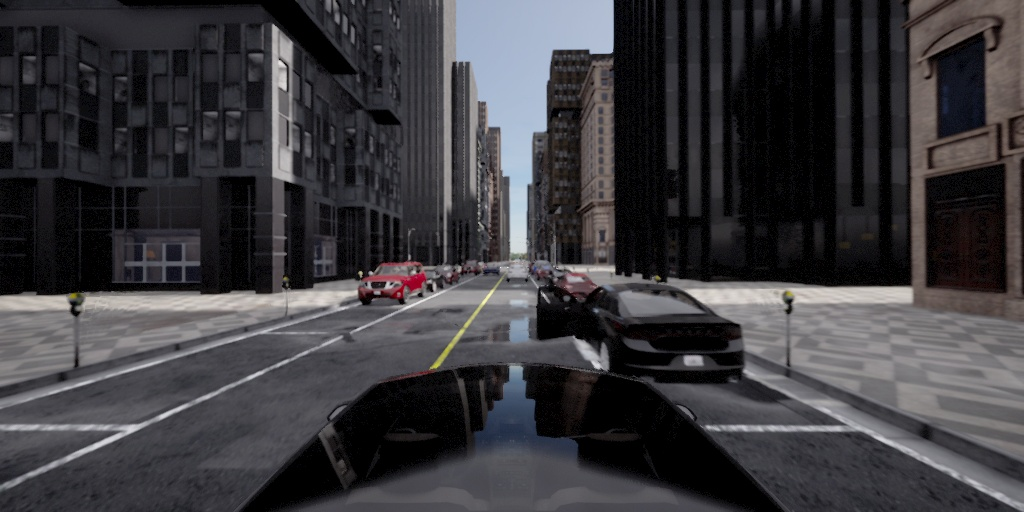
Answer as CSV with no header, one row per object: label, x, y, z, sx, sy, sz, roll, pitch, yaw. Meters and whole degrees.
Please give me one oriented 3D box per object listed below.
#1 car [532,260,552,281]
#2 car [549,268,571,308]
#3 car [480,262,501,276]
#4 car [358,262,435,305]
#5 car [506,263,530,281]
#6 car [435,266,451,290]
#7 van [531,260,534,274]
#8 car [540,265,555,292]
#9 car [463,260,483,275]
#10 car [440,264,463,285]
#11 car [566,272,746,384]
car,3.198,1.459,34.052,1.967,1.591,4.097,0,0,1
car,2.982,1.455,17.249,1.802,1.307,4.207,0,0,1
car,-2.441,1.735,44.357,1.895,1.301,4.718,0,-1,1
car,-5.542,1.225,17.355,2.192,1.841,5.009,0,0,1
car,0.491,1.549,33.207,1.812,1.442,4.674,0,0,1
car,-5.471,1.525,22.956,1.948,1.339,4.313,0,0,1
van,3.270,1.409,39.654,1.690,1.789,3.998,0,0,1
car,3.054,1.487,22.850,1.948,1.339,4.313,0,0,1
car,-5.183,1.469,45.362,2.192,1.841,5.009,0,0,1
car,-5.399,1.448,28.557,1.967,1.591,4.097,0,0,1
car,2.449,1.266,7.256,1.882,1.535,5.008,0,-1,1
